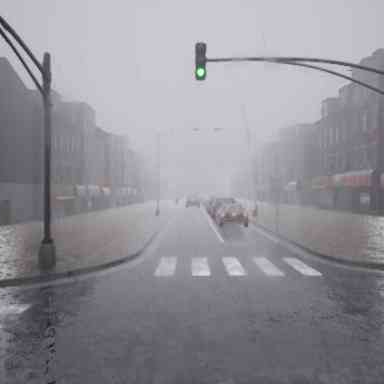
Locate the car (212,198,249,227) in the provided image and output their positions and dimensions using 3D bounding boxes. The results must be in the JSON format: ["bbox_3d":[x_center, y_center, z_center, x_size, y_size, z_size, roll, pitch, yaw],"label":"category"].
[{"bbox_3d":[2.637,1.463,22.708,1.967,1.590,4.097,0,0,0],"label":"car"}]

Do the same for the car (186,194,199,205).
[{"bbox_3d":[0.107,1.336,61.195,2.150,2.045,5.566,0,0,1],"label":"car"}]

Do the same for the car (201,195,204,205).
[{"bbox_3d":[2.641,1.509,44.317,1.967,1.590,4.097,0,0,0],"label":"car"}]

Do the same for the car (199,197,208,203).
[{"bbox_3d":[2.649,1.760,76.731,1.802,1.307,4.206,-1,0,0],"label":"car"}]

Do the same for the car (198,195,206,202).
[{"bbox_3d":[2.650,1.665,87.537,1.967,1.590,4.097,-1,0,0],"label":"car"}]

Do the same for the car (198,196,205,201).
[{"bbox_3d":[2.652,1.816,92.938,1.947,1.339,4.313,-1,0,0],"label":"car"}]

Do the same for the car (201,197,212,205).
[{"bbox_3d":[2.645,1.644,60.694,1.752,1.417,4.829,0,0,0],"label":"car"}]

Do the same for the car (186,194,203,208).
[{"bbox_3d":[0.116,1.431,50.132,2.097,1.767,4.553,0,0,0],"label":"car"}]

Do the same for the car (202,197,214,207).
[{"bbox_3d":[2.644,1.626,55.292,1.752,1.417,4.829,0,0,0],"label":"car"}]

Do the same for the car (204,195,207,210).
[{"bbox_3d":[2.638,1.358,33.513,2.192,1.841,5.009,0,0,0],"label":"car"}]

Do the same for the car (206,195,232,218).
[{"bbox_3d":[2.637,1.347,28.110,2.192,1.841,5.009,0,0,0],"label":"car"}]

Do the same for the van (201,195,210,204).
[{"bbox_3d":[2.645,1.478,65.928,1.690,1.788,3.998,-1,0,0],"label":"van"}]
